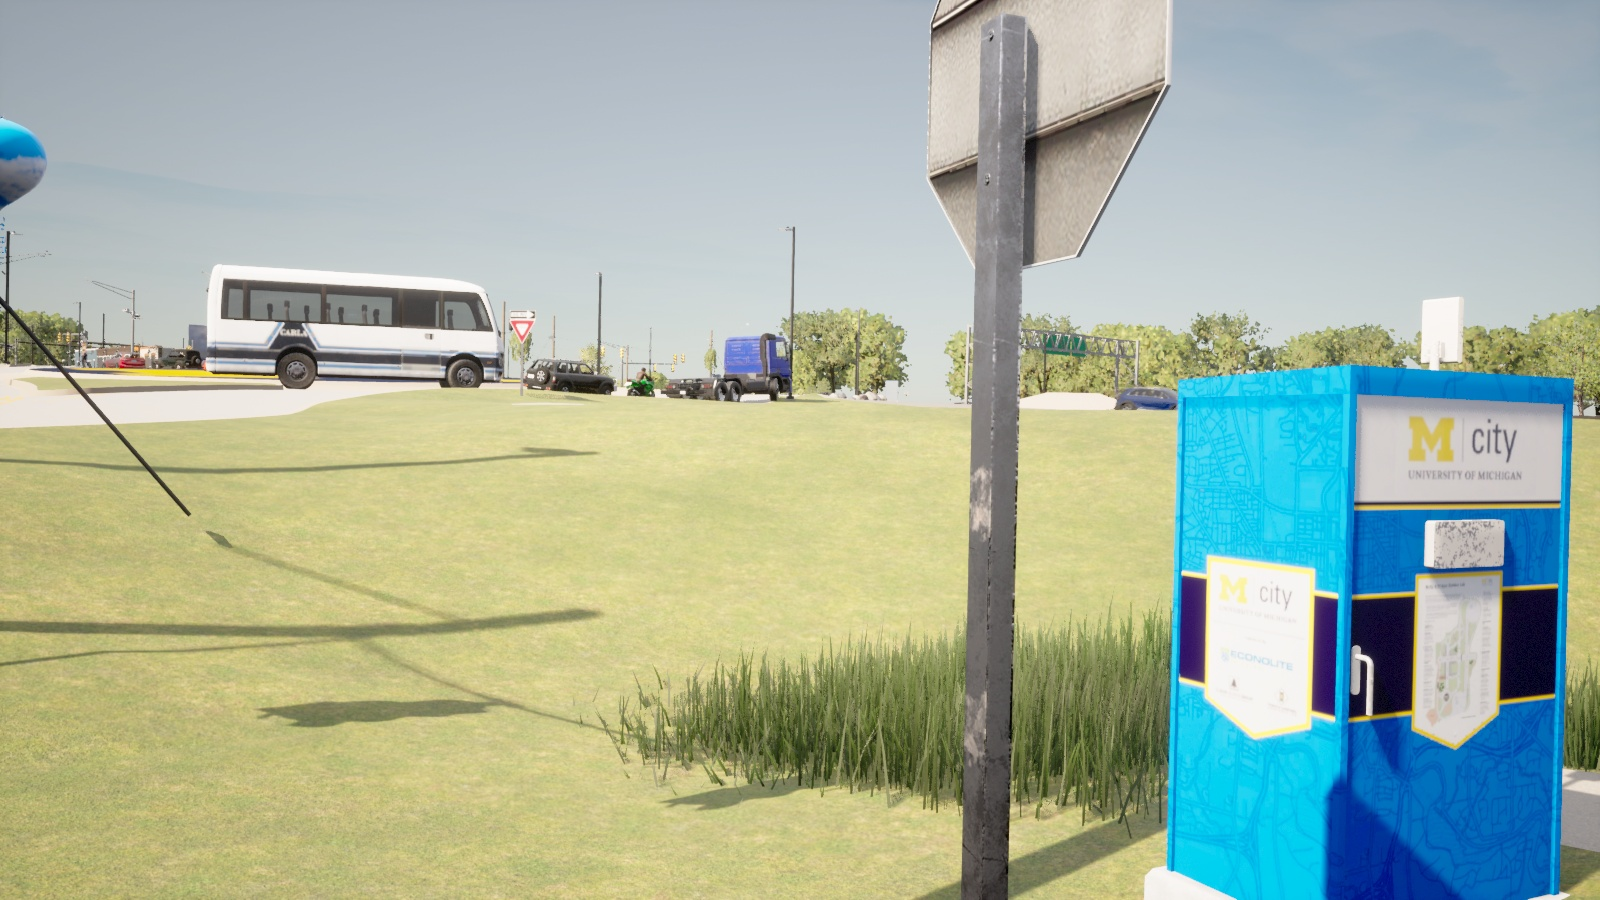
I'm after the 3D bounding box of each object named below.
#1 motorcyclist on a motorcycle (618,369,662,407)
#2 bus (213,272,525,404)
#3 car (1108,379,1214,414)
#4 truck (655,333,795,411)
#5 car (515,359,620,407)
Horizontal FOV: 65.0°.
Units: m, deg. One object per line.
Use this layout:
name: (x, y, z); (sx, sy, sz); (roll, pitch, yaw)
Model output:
motorcyclist on a motorcycle: (-6.838, -2.639, 53.798); (0.797, 1.523, 2.044); (0, 1, 28)
bus: (-15.500, -3.873, 45.574); (10.273, 4.253, 3.944); (-1, 1, -22)
car: (18.582, -2.812, 64.798); (4.856, 1.649, 2.033); (4, 6, 44)
truck: (-3.564, -3.943, 62.186); (2.891, 3.462, 7.936); (0, 5, 30)
car: (-10.477, -2.986, 56.888); (1.932, 1.855, 4.605); (9, 5, 31)
